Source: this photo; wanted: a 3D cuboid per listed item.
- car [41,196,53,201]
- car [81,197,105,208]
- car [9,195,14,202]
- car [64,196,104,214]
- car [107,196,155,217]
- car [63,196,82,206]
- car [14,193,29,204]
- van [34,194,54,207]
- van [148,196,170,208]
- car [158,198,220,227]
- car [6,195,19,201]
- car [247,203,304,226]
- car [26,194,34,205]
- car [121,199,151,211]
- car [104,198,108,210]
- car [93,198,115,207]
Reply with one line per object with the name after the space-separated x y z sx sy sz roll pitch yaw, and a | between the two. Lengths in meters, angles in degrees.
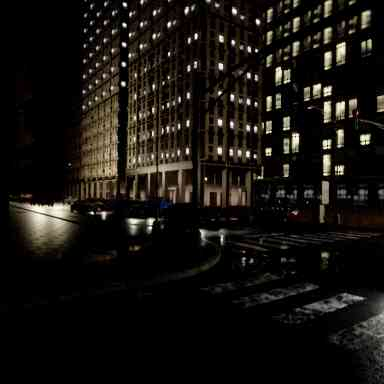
-36.569 1.571 83.906 1.802 1.307 4.206 1 -1 -35 | car
-14.360 1.477 47.961 1.837 1.490 4.892 1 -1 -35 | car
-36.882 1.397 69.846 1.947 1.339 4.313 1 -1 -35 | car
-10.779 1.427 32.959 2.008 1.369 4.403 1 -1 -35 | car
-5.602 1.412 30.128 1.882 1.535 5.008 1 -1 -35 | car
-20.350 1.486 56.334 1.812 1.442 4.674 1 -1 -35 | car
-30.352 1.155 60.626 2.192 1.841 5.009 1 -1 -35 | car
-20.564 1.197 46.793 1.690 1.788 3.998 1 -1 -35 | van
-3.935 1.382 37.800 1.690 1.788 3.998 1 -1 -35 | van
-0.154 1.425 22.425 1.882 1.535 5.008 1 -1 -36 | car
-40.144 1.378 74.456 2.008 1.369 4.403 1 -1 -35 | car
5.852 1.505 23.967 1.967 1.590 4.097 1 -1 -35 | car
-23.831 1.432 51.402 1.802 1.307 4.206 1 -1 -35 | car
-7.202 1.585 42.409 2.008 1.369 4.403 1 -1 -35 | car
-11.748 1.468 38.833 2.033 1.411 5.357 1 -1 -35 | car
-13.728 1.587 51.631 1.947 1.339 4.313 1 -1 -35 | car
